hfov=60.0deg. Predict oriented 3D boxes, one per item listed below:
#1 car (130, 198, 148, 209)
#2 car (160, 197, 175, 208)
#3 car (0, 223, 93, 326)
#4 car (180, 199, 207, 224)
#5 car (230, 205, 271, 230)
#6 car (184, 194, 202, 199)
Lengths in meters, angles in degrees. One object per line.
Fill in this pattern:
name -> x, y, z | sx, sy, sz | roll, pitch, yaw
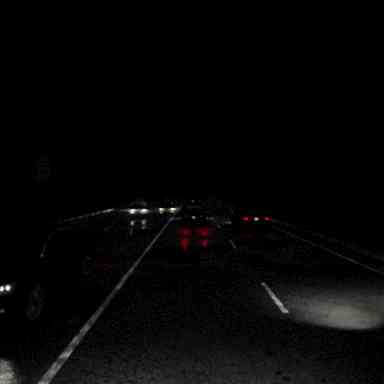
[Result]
car -> -7.072, 1.537, 44.800 | 1.812, 1.442, 4.674 | 0, 0, 0
car -> -3.570, 1.490, 48.524 | 1.882, 1.535, 5.008 | 0, 0, 0
car -> -3.599, 1.493, 7.215 | 2.128, 1.511, 4.902 | 0, 0, 0
car -> 0.106, 1.532, 24.714 | 1.812, 1.442, 4.674 | 0, 0, 0
car -> 3.603, 1.553, 21.123 | 2.033, 1.411, 5.357 | 0, 0, 0
car -> 0.111, 1.232, 43.043 | 2.150, 2.045, 5.566 | 0, 0, 0
